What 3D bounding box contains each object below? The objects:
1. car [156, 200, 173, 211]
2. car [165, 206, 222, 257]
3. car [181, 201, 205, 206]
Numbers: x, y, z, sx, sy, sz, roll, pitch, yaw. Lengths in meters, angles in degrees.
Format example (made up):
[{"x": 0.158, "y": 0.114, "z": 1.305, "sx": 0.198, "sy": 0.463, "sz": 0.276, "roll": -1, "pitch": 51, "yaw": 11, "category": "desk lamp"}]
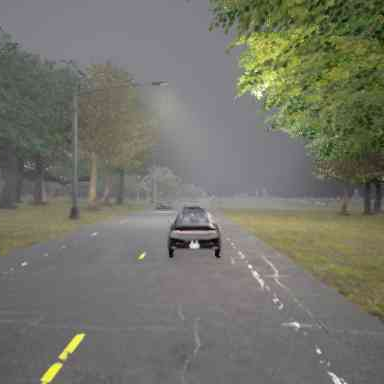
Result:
[{"x": -3.572, "y": 1.736, "z": 43.333, "sx": 1.994, "sy": 1.385, "sz": 4.181, "roll": 0, "pitch": -1, "yaw": 0, "category": "car"}, {"x": 0.088, "y": 1.502, "z": 13.015, "sx": 2.128, "sy": 1.511, "sz": 4.902, "roll": 0, "pitch": 0, "yaw": 0, "category": "car"}, {"x": 0.096, "y": 1.539, "z": 28.407, "sx": 1.837, "sy": 1.490, "sz": 4.892, "roll": 0, "pitch": 0, "yaw": 0, "category": "car"}]
